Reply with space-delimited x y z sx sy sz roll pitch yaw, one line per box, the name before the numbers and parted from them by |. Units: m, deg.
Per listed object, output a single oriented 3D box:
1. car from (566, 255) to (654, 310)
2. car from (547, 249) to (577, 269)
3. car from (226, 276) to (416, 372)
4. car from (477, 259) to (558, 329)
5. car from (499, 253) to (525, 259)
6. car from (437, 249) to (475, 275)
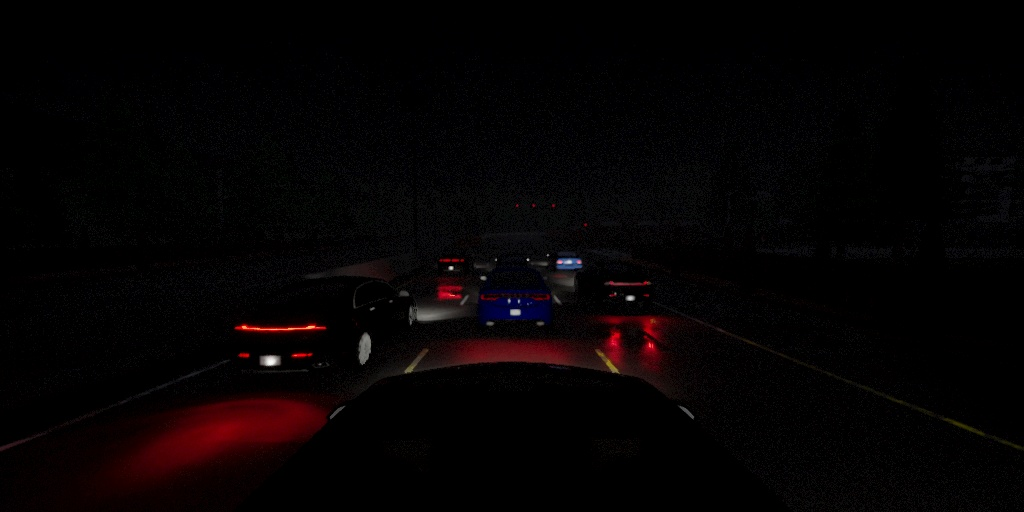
car | 3.550 0.931 13.204 2.128 1.511 4.902 0 3 0
car | 3.478 0.224 24.250 2.033 1.411 5.357 0 4 0
car | -3.418 1.170 7.470 1.837 1.490 4.892 0 1 0
car | 0.066 1.035 10.565 1.882 1.535 5.008 0 2 0
car | 0.005 0.519 20.267 2.033 1.411 5.357 0 4 0
car | -3.514 0.270 22.978 1.837 1.490 4.892 0 4 0
